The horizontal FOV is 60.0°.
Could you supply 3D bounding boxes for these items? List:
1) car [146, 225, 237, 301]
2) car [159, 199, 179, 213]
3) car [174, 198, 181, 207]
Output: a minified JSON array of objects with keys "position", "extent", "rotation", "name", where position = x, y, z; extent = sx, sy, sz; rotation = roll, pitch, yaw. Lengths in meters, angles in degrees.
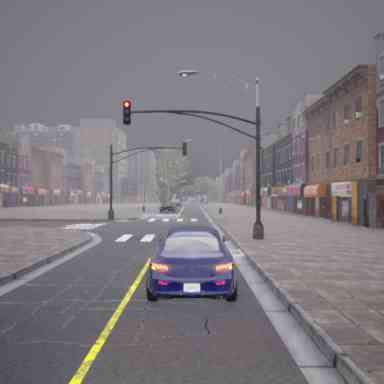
[{"position":[-0.001,1.537,8.199],"extent":[1.812,1.442,4.674],"rotation":[0,0,0],"name":"car"},{"position":[-2.880,1.822,39.786],"extent":[1.895,1.301,4.718],"rotation":[0,-1,0],"name":"car"},{"position":[-2.872,1.877,58.391],"extent":[1.882,1.535,5.008],"rotation":[0,-1,0],"name":"car"}]
